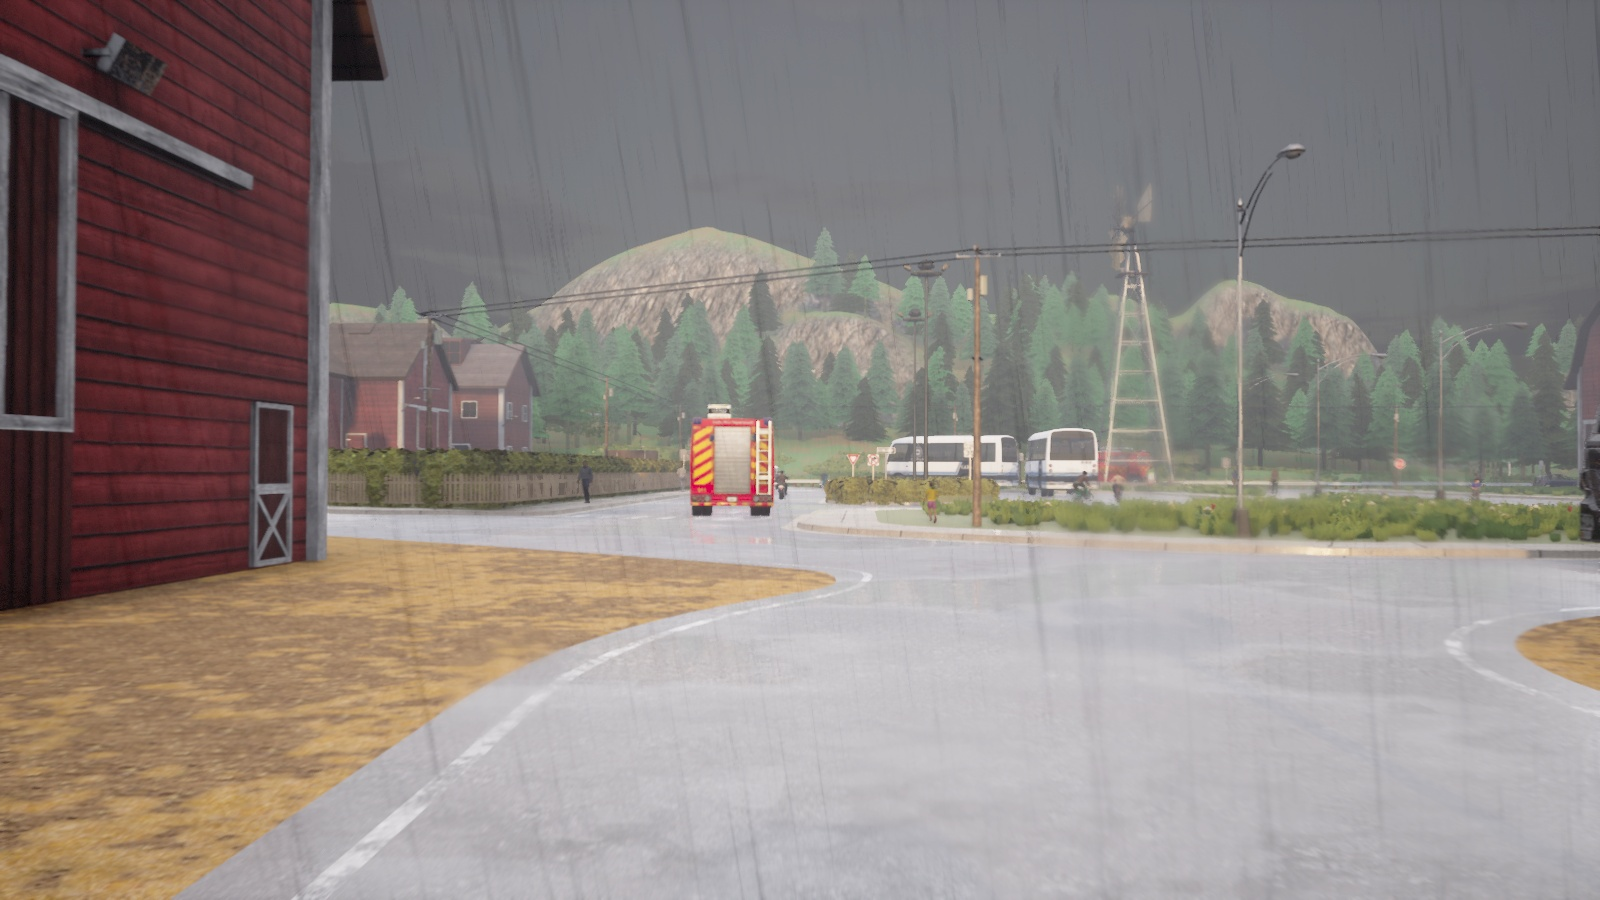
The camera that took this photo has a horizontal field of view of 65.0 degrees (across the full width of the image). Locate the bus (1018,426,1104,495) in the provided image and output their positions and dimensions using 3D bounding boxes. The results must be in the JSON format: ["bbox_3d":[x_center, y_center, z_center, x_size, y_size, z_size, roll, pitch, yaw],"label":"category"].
[{"bbox_3d":[16.978,0.753,82.616,3.944,4.253,10.273,0,-1,3],"label":"bus"}]

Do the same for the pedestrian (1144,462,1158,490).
[{"bbox_3d":[24.750,1.853,88.609,0.659,1.952,0.873,0,-1,-7],"label":"pedestrian"}]

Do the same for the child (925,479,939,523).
[{"bbox_3d":[3.528,1.351,33.567,0.299,1.160,0.473,0,-1,-4],"label":"child"}]

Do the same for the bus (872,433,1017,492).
[{"bbox_3d":[10.870,0.987,95.196,10.273,4.253,3.944,-1,-1,33],"label":"bus"}]

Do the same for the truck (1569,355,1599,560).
[{"bbox_3d":[17.406,0.105,20.398,7.936,3.462,2.891,0,-1,3],"label":"truck"}]

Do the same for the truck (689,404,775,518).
[{"bbox_3d":[-2.583,0.441,46.637,2.891,3.827,8.468,0,-1,-4],"label":"truck"}]

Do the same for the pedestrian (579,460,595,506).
[{"bbox_3d":[-8.968,1.390,52.875,0.423,1.949,0.788,0,-1,12],"label":"pedestrian"}]
